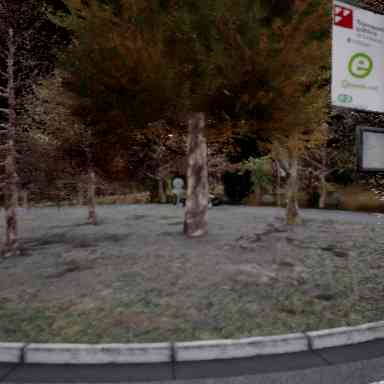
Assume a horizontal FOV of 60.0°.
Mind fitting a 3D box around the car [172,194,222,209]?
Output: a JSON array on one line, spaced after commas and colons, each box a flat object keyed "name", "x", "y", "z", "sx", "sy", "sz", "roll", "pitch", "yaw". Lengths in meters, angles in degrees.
[{"name": "car", "x": 0.510, "y": 0.863, "z": 33.677, "sx": 5.008, "sy": 1.535, "sz": 1.882, "roll": 1, "pitch": 0, "yaw": 11}]
